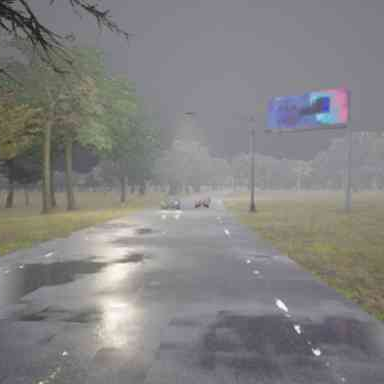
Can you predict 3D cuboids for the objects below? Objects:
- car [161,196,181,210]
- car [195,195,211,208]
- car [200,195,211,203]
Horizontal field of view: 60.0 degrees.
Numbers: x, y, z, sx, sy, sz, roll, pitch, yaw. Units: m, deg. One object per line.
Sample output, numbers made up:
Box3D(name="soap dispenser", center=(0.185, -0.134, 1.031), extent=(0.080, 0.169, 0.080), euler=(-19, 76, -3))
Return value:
Box3D(name="car", center=(-2.518, 1.281, 41.107), extent=(2.097, 1.767, 4.553), euler=(0, 1, 3))
Box3D(name="car", center=(1.446, 1.499, 46.328), extent=(1.895, 1.301, 4.718), euler=(0, 0, 3))
Box3D(name="car", center=(2.612, 1.319, 63.692), extent=(1.994, 1.385, 4.181), euler=(0, 1, 4))
